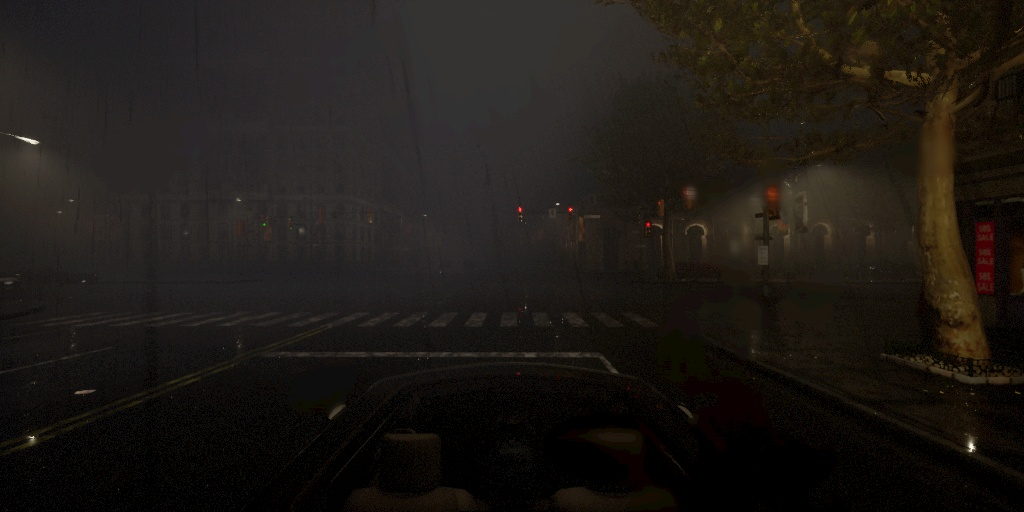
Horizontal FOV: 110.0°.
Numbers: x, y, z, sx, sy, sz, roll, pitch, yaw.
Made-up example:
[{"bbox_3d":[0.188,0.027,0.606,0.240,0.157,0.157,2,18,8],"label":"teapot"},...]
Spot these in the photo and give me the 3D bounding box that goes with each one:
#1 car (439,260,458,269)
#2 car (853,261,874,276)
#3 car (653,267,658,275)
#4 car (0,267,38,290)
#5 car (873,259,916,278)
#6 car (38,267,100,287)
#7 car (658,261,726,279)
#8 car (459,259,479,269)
[{"bbox_3d":[-10.376,1.314,57.312,1.994,1.385,4.181,0,0,1],"label":"car"},{"bbox_3d":[35.901,1.102,34.612,4.553,1.767,2.097,0,0,1],"label":"car"},{"bbox_3d":[16.190,1.276,34.783,4.674,1.442,1.812,0,0,1],"label":"car"},{"bbox_3d":[-30.496,1.241,20.035,4.902,1.511,2.128,0,0,1],"label":"car"},{"bbox_3d":[34.967,1.254,31.123,4.892,1.490,1.837,0,0,1],"label":"car"},{"bbox_3d":[-30.273,1.351,23.532,4.718,1.301,1.895,0,0,1],"label":"car"},{"bbox_3d":[15.852,1.227,31.302,5.008,1.535,1.882,0,0,1],"label":"car"},{"bbox_3d":[-6.869,1.227,57.776,1.882,1.535,5.008,0,0,1],"label":"car"}]
